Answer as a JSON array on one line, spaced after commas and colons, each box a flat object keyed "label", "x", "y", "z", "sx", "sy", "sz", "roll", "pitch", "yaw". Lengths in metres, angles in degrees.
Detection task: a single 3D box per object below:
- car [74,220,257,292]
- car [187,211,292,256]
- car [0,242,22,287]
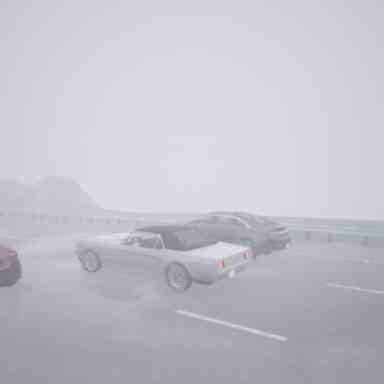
[{"label": "car", "x": -0.947, "y": 1.532, "z": 8.736, "sx": 4.718, "sy": 1.301, "sz": 1.895, "roll": 1, "pitch": 0, "yaw": 34}, {"label": "car", "x": 0.958, "y": 1.415, "z": 11.645, "sx": 4.902, "sy": 1.511, "sz": 2.128, "roll": 1, "pitch": 0, "yaw": 34}, {"label": "car", "x": -5.895, "y": 1.468, "z": 7.740, "sx": 4.181, "sy": 1.385, "sz": 1.994, "roll": 1, "pitch": 0, "yaw": 32}]
